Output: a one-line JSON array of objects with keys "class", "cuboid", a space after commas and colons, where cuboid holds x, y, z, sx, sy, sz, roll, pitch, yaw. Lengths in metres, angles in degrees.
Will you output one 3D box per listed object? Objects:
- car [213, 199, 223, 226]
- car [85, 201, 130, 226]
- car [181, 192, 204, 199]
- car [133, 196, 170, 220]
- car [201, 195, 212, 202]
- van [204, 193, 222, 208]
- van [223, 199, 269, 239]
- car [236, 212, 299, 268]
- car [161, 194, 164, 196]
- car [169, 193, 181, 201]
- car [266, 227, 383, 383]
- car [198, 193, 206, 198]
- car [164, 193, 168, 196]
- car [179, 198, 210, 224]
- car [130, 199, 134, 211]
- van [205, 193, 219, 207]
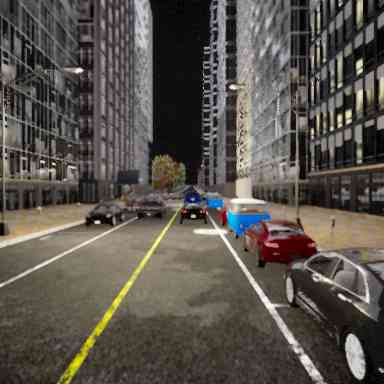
[{"class": "car", "cuboid": [2.685, 1.422, 22.187, 1.887, 1.381, 4.507, 0, 0, 0]}, {"class": "car", "cuboid": [-5.696, 1.442, 22.187, 1.947, 1.339, 4.313, 0, 0, 0]}, {"class": "car", "cuboid": [0.094, 0.989, 40.563, 2.150, 2.045, 5.566, 0, 1, 0]}, {"class": "car", "cuboid": [-3.104, 1.328, 26.482, 1.882, 1.535, 5.008, 0, 0, 0]}, {"class": "car", "cuboid": [2.678, 1.193, 62.077, 1.947, 1.339, 4.313, 0, 0, 0]}, {"class": "van", "cuboid": [2.682, 1.115, 39.280, 1.690, 1.788, 3.998, 0, 0, 0]}, {"class": "van", "cuboid": [2.685, 1.251, 16.488, 1.690, 1.788, 3.998, 0, 0, 0]}, {"class": "car", "cuboid": [2.687, 1.524, 10.791, 1.802, 1.307, 4.206, 0, 0, 0]}, {"class": "car", "cuboid": [-5.701, 1.284, 50.680, 1.802, 1.307, 4.206, 0, 0, 0]}, {"class": "car", "cuboid": [-3.016, 1.054, 67.943, 1.882, 1.535, 5.008, 0, 0, 0]}, {"class": "car", "cuboid": [2.687, 1.524, 5.094, 2.008, 1.369, 4.403, 0, 0, 0]}, {"class": "car", "cuboid": [2.673, 0.977, 90.565, 1.887, 1.381, 4.507, 0, 0, 0]}, {"class": "car", "cuboid": [-5.702, 1.216, 56.377, 2.008, 1.369, 4.403, 0, 0, 0]}, {"class": "car", "cuboid": [0.095, 1.394, 23.625, 1.812, 1.442, 4.674, 0, 0, 0]}, {"class": "car", "cuboid": [-5.698, 1.390, 33.584, 1.802, 1.307, 4.206, 0, 0, 0]}, {"class": "van", "cuboid": [2.681, 1.080, 44.980, 1.690, 1.788, 3.998, 0, 0, 0]}]
